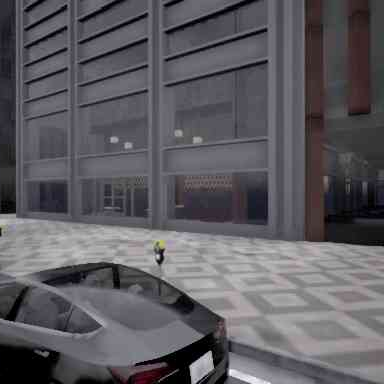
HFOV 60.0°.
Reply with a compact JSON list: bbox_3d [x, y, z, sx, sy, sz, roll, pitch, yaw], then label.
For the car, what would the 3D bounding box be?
[{"bbox_3d":[-1.604,1.566,4.109,4.313,1.339,1.947,0,0,36],"label":"car"}]
